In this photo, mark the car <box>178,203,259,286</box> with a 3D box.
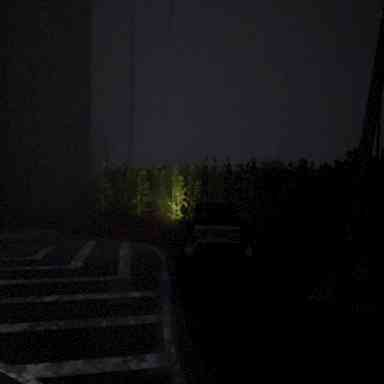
[{"bbox_3d":[0.708,1.295,9.332,1.905,1.878,3.866,1,0,3],"label":"car"}]
